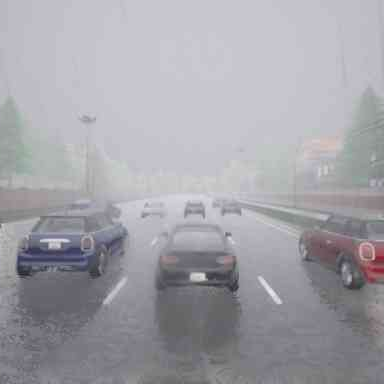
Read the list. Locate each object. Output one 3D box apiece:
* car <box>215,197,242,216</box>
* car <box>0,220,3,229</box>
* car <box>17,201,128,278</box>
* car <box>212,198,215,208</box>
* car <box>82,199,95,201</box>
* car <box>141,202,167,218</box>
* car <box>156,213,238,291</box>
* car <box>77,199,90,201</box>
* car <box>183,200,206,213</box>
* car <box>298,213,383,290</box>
[{"bbox_3d":[3.685,1.469,32.379,2.128,1.511,4.902,0,0,1],"label":"car"},{"bbox_3d":[-10.338,1.559,14.374,1.895,1.301,4.718,0,0,0],"label":"car"},{"bbox_3d":[-3.359,1.333,10.283,2.097,1.767,4.553,0,0,0],"label":"car"},{"bbox_3d":[3.740,1.457,46.248,2.128,1.511,4.902,0,0,1],"label":"car"},{"bbox_3d":[-6.784,1.504,25.484,2.033,1.411,5.357,0,0,0],"label":"car"},{"bbox_3d":[-3.264,1.563,29.472,1.895,1.301,4.718,0,0,0],"label":"car"},{"bbox_3d":[0.121,1.517,8.896,1.812,1.442,4.674,0,0,0],"label":"car"},{"bbox_3d":[-10.247,1.418,32.558,1.882,1.535,5.008,0,0,0],"label":"car"},{"bbox_3d":[0.243,1.462,30.866,2.128,1.511,4.902,0,0,0],"label":"car"},{"bbox_3d":[4.586,1.354,9.270,2.097,1.767,4.553,0,0,0],"label":"car"}]
